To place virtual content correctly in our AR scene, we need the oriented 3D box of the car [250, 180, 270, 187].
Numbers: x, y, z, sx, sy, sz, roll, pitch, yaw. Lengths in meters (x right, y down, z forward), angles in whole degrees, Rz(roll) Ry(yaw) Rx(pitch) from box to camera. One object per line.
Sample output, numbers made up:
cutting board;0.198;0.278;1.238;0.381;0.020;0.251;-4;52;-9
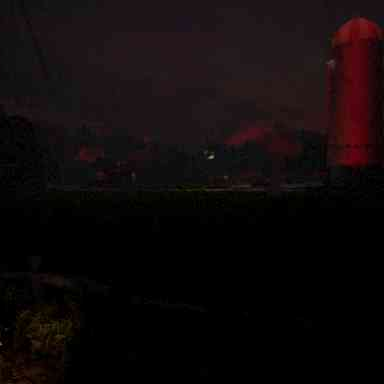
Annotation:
car;16.532;-1.998;80.925;4.611;1.667;2.242;1;3;30
